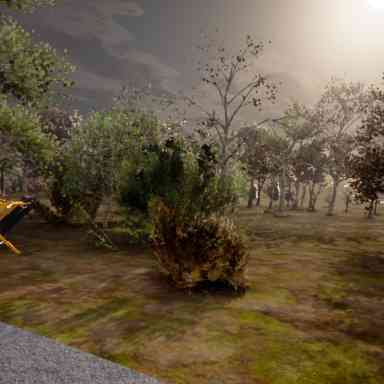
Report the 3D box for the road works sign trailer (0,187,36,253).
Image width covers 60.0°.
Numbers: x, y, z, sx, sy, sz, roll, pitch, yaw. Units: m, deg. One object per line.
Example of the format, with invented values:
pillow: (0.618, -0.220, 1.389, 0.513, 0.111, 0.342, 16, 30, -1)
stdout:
road works sign trailer: (-7.412, 1.194, 13.061, 2.880, 2.380, 3.560, 46, -7, -7)
